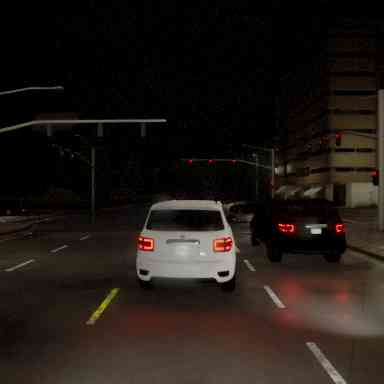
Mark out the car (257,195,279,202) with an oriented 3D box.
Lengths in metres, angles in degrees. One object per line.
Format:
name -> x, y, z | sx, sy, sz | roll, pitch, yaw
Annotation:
car -> 18.268, 1.540, 80.287 | 5.357, 1.411, 2.033 | 0, 0, -33

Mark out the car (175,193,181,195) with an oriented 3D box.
car -> -3.297, 1.352, 51.962 | 2.097, 1.767, 4.553 | 0, 0, 3

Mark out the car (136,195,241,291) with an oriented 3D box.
car -> 0.024, 1.221, 9.222 | 2.150, 2.045, 5.566 | 0, 0, 4

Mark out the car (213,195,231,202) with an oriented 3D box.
car -> 7.277, 1.500, 79.999 | 1.837, 1.490, 4.892 | 0, 0, 42

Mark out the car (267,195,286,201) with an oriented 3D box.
car -> 21.912, 1.524, 86.309 | 4.674, 1.442, 1.812 | 0, 0, -22

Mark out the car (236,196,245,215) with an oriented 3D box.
car -> 6.255, 1.489, 33.181 | 5.008, 1.535, 1.882 | 0, 0, 0

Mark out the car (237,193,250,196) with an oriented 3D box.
car -> 13.140, 1.225, 80.799 | 5.566, 2.045, 2.150 | 0, 0, -41

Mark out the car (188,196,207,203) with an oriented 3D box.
car -> 1.275, 1.540, 71.528 | 2.033, 1.411, 5.357 | 0, 0, 27

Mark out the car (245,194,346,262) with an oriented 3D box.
car -> 3.588, 1.221, 12.245 | 2.150, 2.045, 5.566 | 0, 0, 0

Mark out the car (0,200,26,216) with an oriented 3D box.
car -> -19.157, 1.560, 33.053 | 4.892, 1.490, 1.837 | 0, 0, 0

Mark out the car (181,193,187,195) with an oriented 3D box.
car -> -2.210, 1.221, 61.782 | 2.150, 2.045, 5.566 | 0, 0, 14
